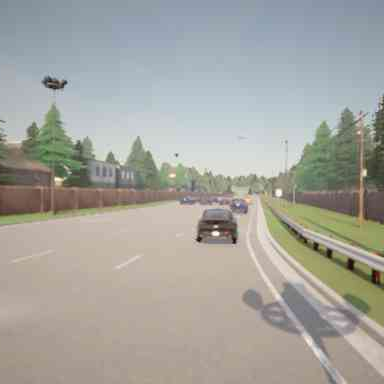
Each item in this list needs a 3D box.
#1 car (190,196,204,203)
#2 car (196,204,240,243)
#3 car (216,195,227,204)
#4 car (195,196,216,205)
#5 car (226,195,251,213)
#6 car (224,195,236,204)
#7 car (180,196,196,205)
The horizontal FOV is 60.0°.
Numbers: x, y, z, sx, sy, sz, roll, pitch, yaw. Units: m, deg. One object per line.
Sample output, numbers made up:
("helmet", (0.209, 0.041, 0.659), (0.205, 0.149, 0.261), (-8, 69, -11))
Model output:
("car", (1.119, 1.560, 71.705), (2.033, 1.411, 5.357), (1, 0, 11))
("car", (1.329, 1.554, 16.609), (1.837, 1.490, 4.892), (0, 0, 8))
("car", (6.043, 1.721, 60.534), (1.812, 1.442, 4.674), (1, 0, 11))
("car", (2.529, 1.641, 60.804), (2.128, 1.511, 4.902), (1, 0, 11))
("car", (5.629, 1.503, 39.856), (2.097, 1.767, 4.553), (1, 0, 11))
("car", (7.982, 1.466, 70.317), (2.097, 1.767, 4.553), (1, 0, 11))
("car", (-0.827, 1.456, 61.863), (2.097, 1.767, 4.553), (1, 0, 11))
